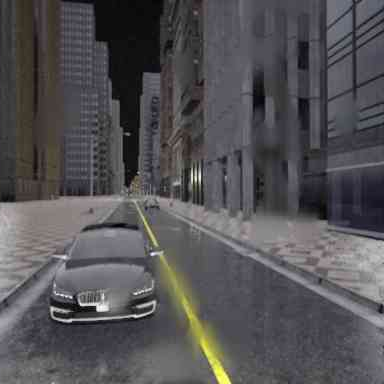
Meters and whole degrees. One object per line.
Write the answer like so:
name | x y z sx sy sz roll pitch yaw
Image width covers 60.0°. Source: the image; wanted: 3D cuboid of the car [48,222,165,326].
car | -1.791 1.504 7.415 1.837 1.490 4.892 0 0 -11

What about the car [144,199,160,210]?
car | -5.210 1.541 42.725 2.033 1.411 5.357 0 0 -11
